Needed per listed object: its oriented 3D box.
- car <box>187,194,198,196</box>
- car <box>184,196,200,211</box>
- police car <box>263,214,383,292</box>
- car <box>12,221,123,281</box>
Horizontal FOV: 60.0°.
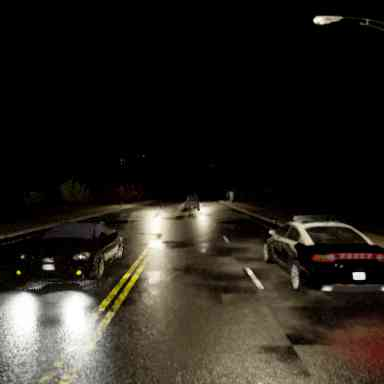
[{"bbox_3d":[0.101,1.496,56.591,1.882,1.535,5.008,0,0,0],"label":"car"},{"bbox_3d":[0.000,1.541,41.613,1.812,1.442,4.674,0,0,0],"label":"car"},{"bbox_3d":[3.250,1.430,9.056,1.930,1.638,5.238,0,0,0],"label":"police car"},{"bbox_3d":[-3.348,1.569,9.752,1.994,1.385,4.181,0,0,0],"label":"car"}]
